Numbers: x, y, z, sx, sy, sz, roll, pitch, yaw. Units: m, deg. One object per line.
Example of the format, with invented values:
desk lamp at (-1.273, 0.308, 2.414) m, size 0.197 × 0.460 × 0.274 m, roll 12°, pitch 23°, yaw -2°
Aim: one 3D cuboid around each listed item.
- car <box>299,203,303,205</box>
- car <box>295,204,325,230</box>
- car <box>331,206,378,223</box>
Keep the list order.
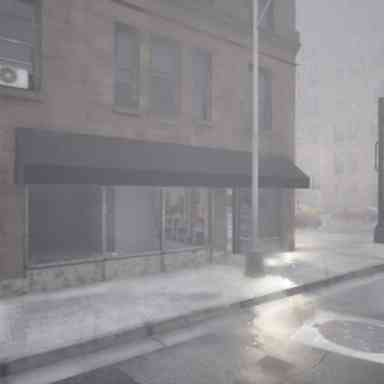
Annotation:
car at (10.178, 1.776, 31.774) m, size 1.752 × 1.417 × 4.829 m, roll -1°, pitch 0°, yaw -35°
car at (6.548, 1.716, 22.147) m, size 1.802 × 1.307 × 4.206 m, roll 0°, pitch 0°, yaw -35°
car at (13.491, 1.763, 27.094) m, size 1.802 × 1.307 × 4.206 m, roll 0°, pitch 0°, yaw -35°
